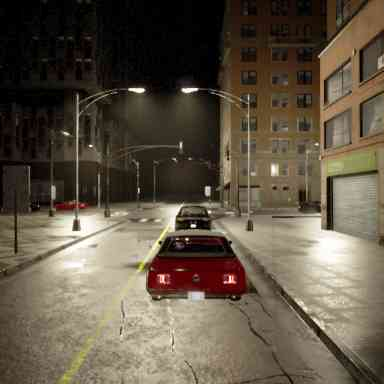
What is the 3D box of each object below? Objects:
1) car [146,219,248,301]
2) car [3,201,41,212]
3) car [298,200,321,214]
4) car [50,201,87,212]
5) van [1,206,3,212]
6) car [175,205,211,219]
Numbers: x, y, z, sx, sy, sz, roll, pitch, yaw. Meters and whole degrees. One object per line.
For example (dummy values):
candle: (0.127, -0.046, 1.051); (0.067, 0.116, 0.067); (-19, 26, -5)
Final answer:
car: (0.081, 1.601, 8.261); (1.895, 1.301, 4.718); (0, 0, 0)
car: (-20.202, 1.724, 39.293); (4.313, 1.339, 1.947); (0, 0, 0)
car: (12.040, 1.413, 30.805); (4.313, 1.339, 1.947); (0, 0, 0)
car: (-14.554, 1.700, 39.299); (4.206, 1.307, 1.802); (0, 0, 0)
van: (-20.186, 1.424, 30.769); (3.998, 1.788, 1.690); (0, 0, 0)
car: (0.058, 1.473, 18.410); (1.882, 1.535, 5.008); (0, 0, 0)
